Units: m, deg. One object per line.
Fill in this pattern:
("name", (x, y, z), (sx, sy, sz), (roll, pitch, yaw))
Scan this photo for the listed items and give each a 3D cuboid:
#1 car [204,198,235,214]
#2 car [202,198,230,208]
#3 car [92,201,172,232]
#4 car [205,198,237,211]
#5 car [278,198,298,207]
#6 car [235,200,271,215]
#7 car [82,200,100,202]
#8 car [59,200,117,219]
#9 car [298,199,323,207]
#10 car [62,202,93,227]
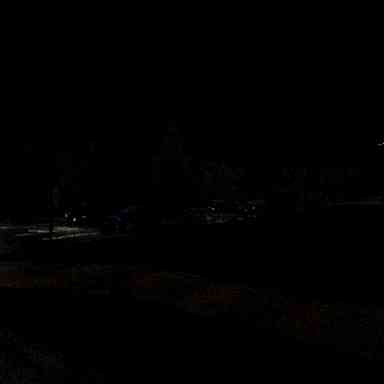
("car", (3.590, 1.504, 36.043), (1.837, 1.490, 4.892), (0, 0, 36))
("car", (3.499, 1.564, 47.782), (1.994, 1.385, 4.181), (0, 0, 36))
("car", (-3.341, 1.478, 20.579), (1.882, 1.535, 5.008), (0, 0, 36))
("car", (3.723, 1.526, 42.149), (1.812, 1.442, 4.674), (0, 0, 36))
("car", (15.175, 1.578, 51.793), (2.033, 1.411, 5.357), (0, 0, 36))
("car", (6.575, 1.526, 34.175), (1.812, 1.442, 4.674), (0, 0, 36))
("car", (-7.769, 1.491, 26.392), (2.128, 1.511, 4.902), (0, 0, 36))
("car", (-9.324, 1.504, 30.202), (1.837, 1.490, 4.892), (0, 0, 36))
("car", (17.987, 1.643, 49.709), (1.895, 1.301, 4.718), (0, 0, 36))
("car", (-6.224, 1.563, 22.568), (1.994, 1.385, 4.181), (0, 0, 36))
